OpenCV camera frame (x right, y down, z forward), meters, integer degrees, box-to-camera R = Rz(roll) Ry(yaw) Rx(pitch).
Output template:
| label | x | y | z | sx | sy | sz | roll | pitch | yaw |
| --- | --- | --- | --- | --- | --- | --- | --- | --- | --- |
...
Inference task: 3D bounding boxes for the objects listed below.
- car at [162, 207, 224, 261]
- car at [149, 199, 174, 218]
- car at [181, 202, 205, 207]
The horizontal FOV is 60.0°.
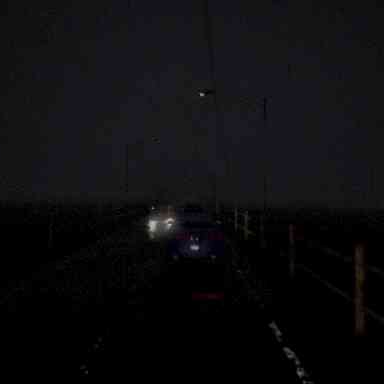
| label | x | y | z | sx | sy | sz | roll | pitch | yaw |
| --- | --- | --- | --- | --- | --- | --- | --- | --- | --- |
| car | 0.092 | 1.544 | 12.603 | 1.882 | 1.535 | 5.008 | 0 | 0 | 0 |
| car | -2.842 | 1.524 | 32.050 | 2.097 | 1.767 | 4.553 | 0 | 0 | 0 |
| car | 0.099 | 1.668 | 30.424 | 1.837 | 1.490 | 4.892 | 0 | 0 | 0 |
